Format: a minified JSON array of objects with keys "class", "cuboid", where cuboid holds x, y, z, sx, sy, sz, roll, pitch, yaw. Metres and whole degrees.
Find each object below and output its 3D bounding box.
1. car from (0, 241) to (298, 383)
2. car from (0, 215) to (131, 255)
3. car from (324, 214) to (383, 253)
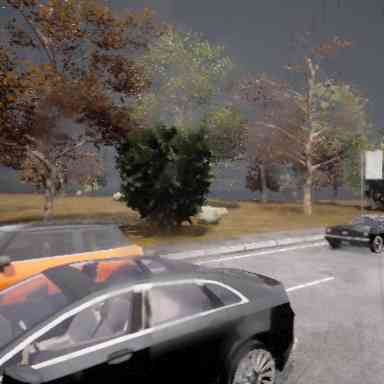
[{"class":"car","cuboid":[-1.023,1.497,3.280,4.902,1.511,2.128,0,0,-36]},{"class":"car","cuboid":[-3.081,1.362,6.112,4.553,1.767,2.097,0,0,-36]},{"class":"car","cuboid":[7.558,1.610,13.818,4.718,1.301,1.895,0,0,-36]}]
